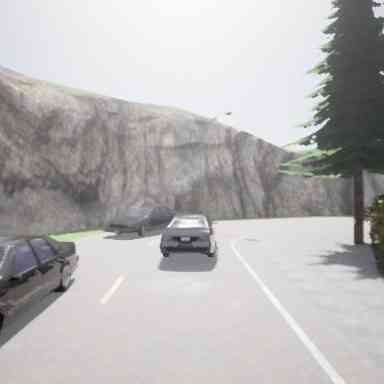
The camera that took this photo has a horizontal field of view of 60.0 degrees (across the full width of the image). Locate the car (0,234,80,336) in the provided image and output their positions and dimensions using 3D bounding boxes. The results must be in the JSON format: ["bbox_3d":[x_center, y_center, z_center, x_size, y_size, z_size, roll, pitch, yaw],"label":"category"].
[{"bbox_3d":[-3.703,1.552,6.193,2.033,1.411,5.357,0,0,-1],"label":"car"}]

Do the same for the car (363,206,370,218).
[{"bbox_3d":[15.038,1.430,25.875,4.181,1.385,1.994,0,0,-4],"label":"car"}]

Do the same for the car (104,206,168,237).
[{"bbox_3d":[-2.378,1.518,18.395,2.033,1.411,5.357,0,0,29],"label":"car"}]

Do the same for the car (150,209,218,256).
[{"bbox_3d":[0.007,1.520,12.947,2.033,1.411,5.357,0,0,5],"label":"car"}]
